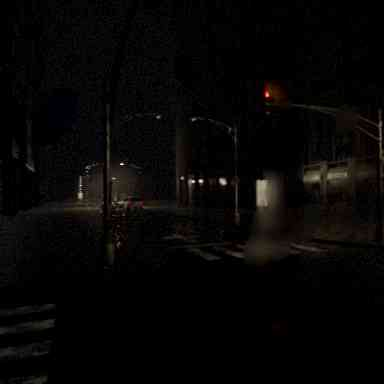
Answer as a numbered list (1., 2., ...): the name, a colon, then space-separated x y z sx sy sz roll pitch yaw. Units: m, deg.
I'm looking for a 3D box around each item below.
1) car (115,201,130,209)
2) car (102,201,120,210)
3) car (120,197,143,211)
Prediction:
1. car: -12.423 2.232 59.162 1.895 1.301 4.718 0 -1 -20
2. car: -13.242 2.124 52.628 2.033 1.411 5.357 0 -1 -20
3. car: -8.739 1.732 49.113 2.150 2.045 5.566 0 -1 -20
